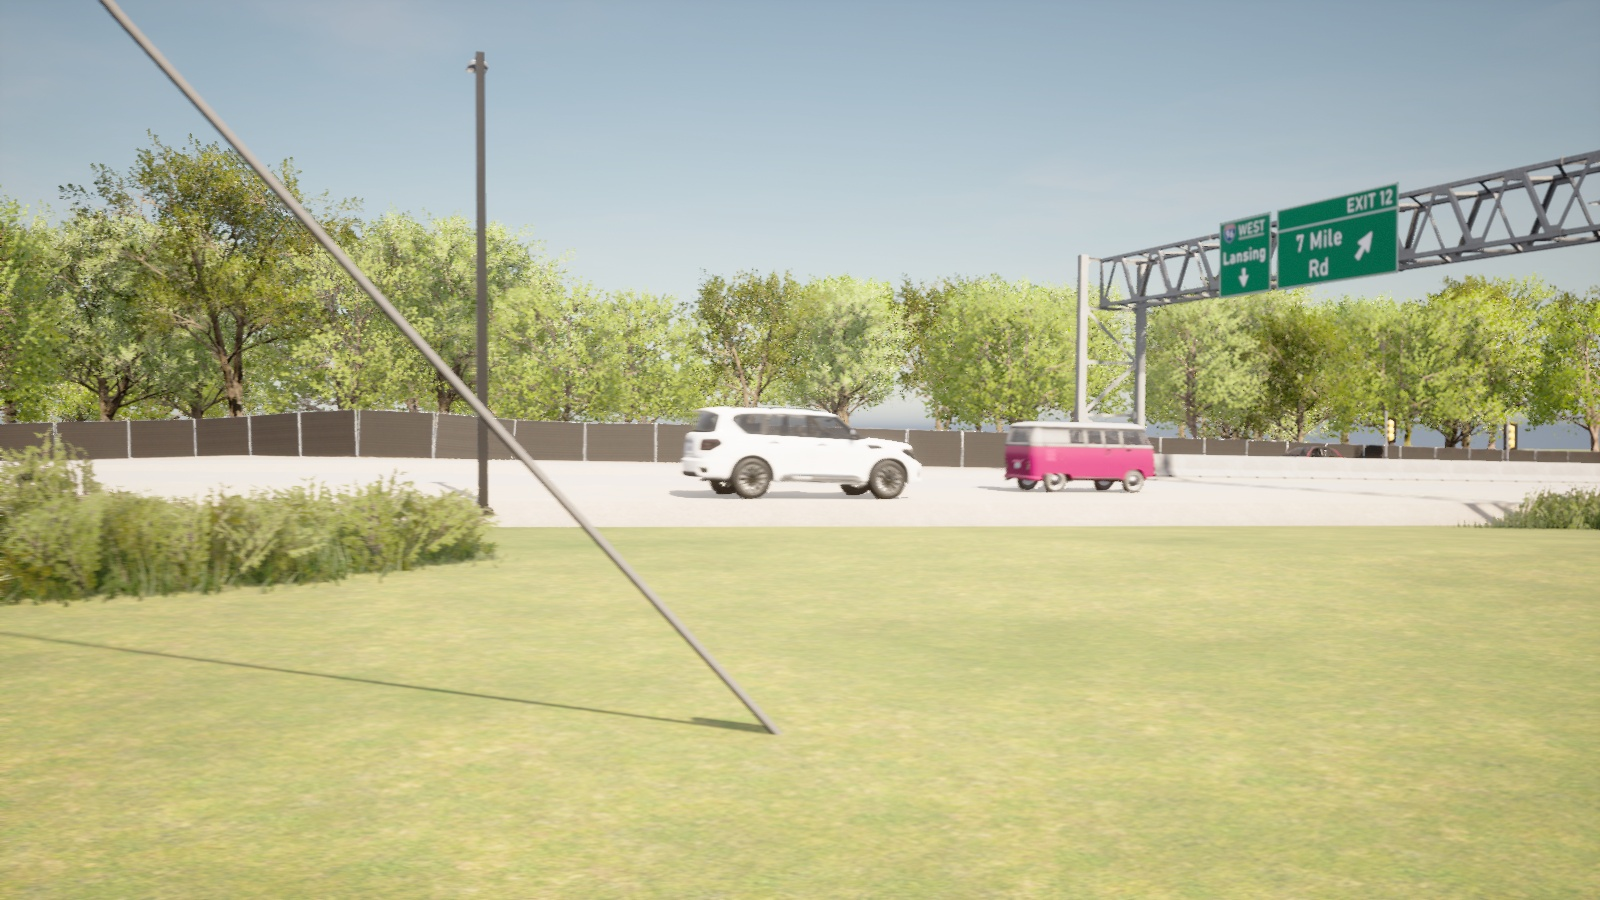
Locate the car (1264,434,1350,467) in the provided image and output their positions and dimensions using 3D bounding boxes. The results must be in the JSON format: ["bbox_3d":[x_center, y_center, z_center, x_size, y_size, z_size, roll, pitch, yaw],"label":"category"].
[{"bbox_3d":[25.299,0.024,62.663,3.988,1.617,1.851,0,0,-29],"label":"car"}]

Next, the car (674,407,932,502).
[{"bbox_3d":[0.060,0.074,29.131,5.566,2.045,2.150,0,1,-20],"label":"car"}]

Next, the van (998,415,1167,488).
[{"bbox_3d":[8.053,0.033,35.774,4.442,1.987,1.775,0,1,-20],"label":"van"}]
